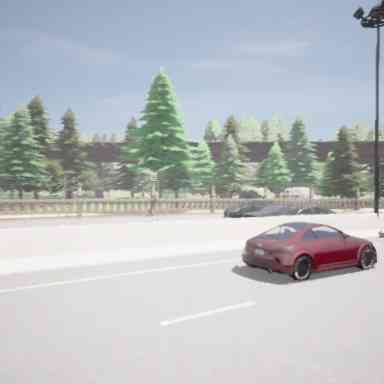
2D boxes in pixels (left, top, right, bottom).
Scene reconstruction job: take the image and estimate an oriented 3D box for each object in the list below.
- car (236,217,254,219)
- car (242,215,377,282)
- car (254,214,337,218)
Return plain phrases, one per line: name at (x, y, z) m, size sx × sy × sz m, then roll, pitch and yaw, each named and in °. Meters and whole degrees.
car at (6.080, 1.576, 23.311) m, size 5.357 × 1.411 × 2.033 m, roll 1°, pitch 0°, yaw -25°
car at (3.537, 1.583, 9.871) m, size 4.181 × 1.385 × 1.994 m, roll 0°, pitch 0°, yaw -30°
car at (6.350, 1.540, 19.505) m, size 4.892 × 1.490 × 1.837 m, roll 1°, pitch 0°, yaw -25°
